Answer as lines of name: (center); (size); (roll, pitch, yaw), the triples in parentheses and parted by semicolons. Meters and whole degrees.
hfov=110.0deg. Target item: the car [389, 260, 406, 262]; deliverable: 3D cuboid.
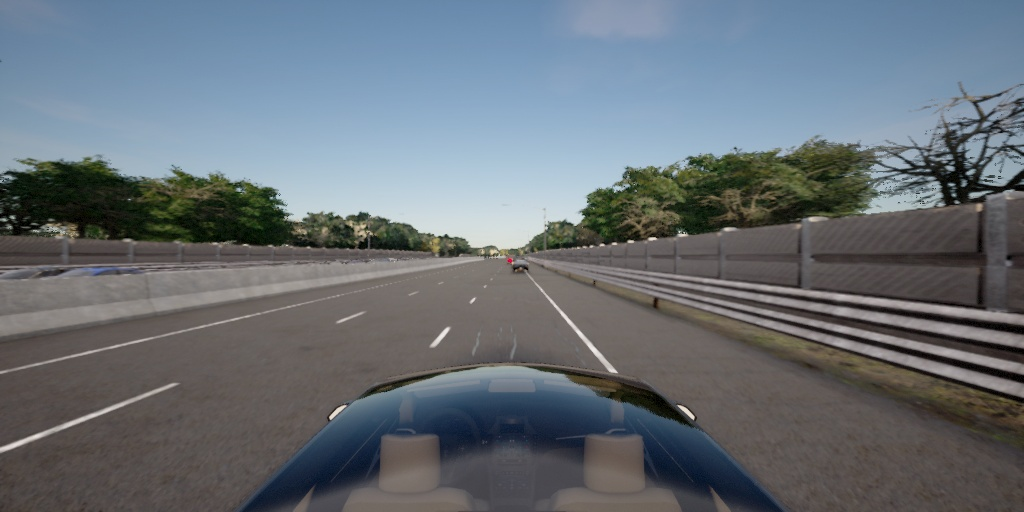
car: (-17.540, 1.292, 57.326); (1.994, 1.385, 4.181); (0, 0, 0)

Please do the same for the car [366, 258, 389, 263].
car: (-21.038, 1.086, 57.377); (2.097, 1.767, 4.553); (0, 0, 0)

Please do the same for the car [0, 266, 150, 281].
car: (-17.596, 1.231, 15.095); (1.882, 1.535, 5.008); (0, 0, 0)

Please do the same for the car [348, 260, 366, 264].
car: (-24.535, 1.295, 57.276); (1.994, 1.385, 4.181); (0, 0, 0)

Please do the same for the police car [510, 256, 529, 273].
police car: (1.036, 1.181, 43.152); (1.930, 1.638, 5.238); (0, 0, 0)

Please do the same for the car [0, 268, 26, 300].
car: (-24.599, 1.301, 14.728); (2.033, 1.411, 5.357); (0, 0, 0)

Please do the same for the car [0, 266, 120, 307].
car: (-21.094, 1.259, 16.016); (1.837, 1.490, 4.892); (0, 0, 0)

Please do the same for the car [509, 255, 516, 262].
car: (1.031, 0.950, 59.070); (2.150, 2.045, 5.566); (0, 0, 0)
